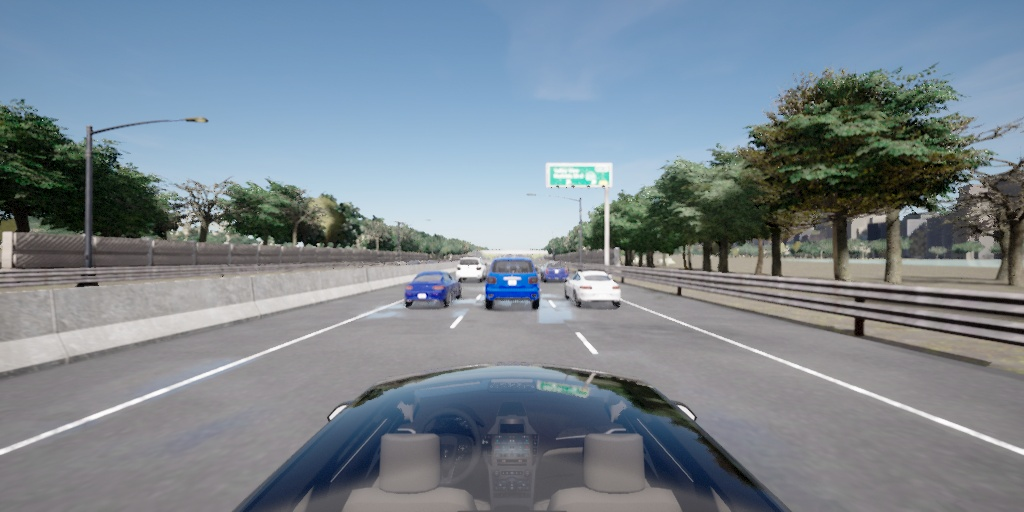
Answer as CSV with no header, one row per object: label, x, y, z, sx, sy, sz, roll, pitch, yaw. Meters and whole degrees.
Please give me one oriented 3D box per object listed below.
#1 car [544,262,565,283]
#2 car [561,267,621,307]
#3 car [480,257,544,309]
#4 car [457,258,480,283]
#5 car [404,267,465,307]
car,3.595,1.312,30.825,2.097,1.767,4.553,0,-1,0
car,3.531,1.393,16.167,1.812,1.442,4.674,0,0,0
car,0.024,1.081,15.817,2.150,2.045,5.566,0,0,0
car,-3.407,1.178,30.821,2.150,2.045,5.566,0,0,0
car,-3.469,1.392,16.186,1.812,1.442,4.674,0,0,0
